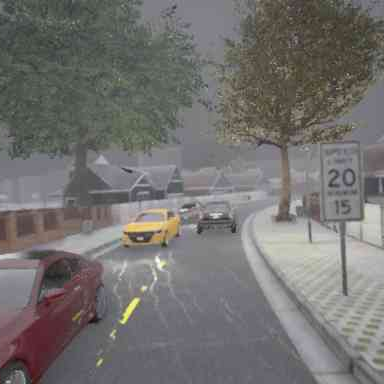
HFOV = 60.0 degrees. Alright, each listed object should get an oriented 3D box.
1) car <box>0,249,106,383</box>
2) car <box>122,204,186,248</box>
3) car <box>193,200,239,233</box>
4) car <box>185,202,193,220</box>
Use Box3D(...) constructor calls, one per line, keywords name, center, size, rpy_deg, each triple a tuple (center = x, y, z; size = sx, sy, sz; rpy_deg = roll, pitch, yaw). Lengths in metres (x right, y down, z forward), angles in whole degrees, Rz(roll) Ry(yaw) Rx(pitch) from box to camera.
Box3D(name="car", center=(-2.584, 1.656, 4.744), size=(1.812, 1.442, 4.674), rpy_deg=(-3, 0, 1))
Box3D(name="car", center=(-1.770, 1.580, 15.818), size=(1.882, 1.535, 5.008), rpy_deg=(-3, 0, 7))
Box3D(name="car", center=(1.611, 1.302, 19.551), size=(2.097, 1.767, 4.553), rpy_deg=(-2, 0, 10))
Box3D(name="car", center=(0.061, 1.547, 26.112), size=(1.812, 1.442, 4.674), rpy_deg=(-3, 0, 13))
